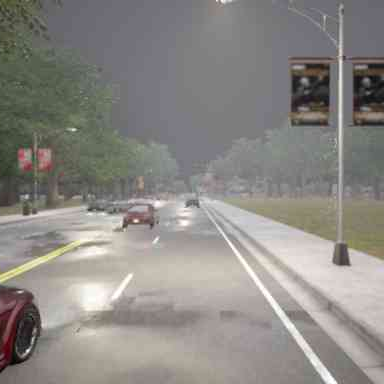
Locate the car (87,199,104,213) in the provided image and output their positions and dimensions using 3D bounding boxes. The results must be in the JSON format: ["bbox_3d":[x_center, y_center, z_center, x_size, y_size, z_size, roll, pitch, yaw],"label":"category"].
[{"bbox_3d":[-9.858,1.442,36.358,2.033,1.411,5.357,0,0,0],"label":"car"}]

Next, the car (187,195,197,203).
[{"bbox_3d":[0.068,1.336,64.506,1.882,1.535,5.008,0,0,0],"label":"car"}]

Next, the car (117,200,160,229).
[{"bbox_3d":[-3.157,1.452,21.035,1.812,1.442,4.674,0,0,0],"label":"car"}]

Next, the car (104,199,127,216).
[{"bbox_3d":[-6.603,1.467,31.541,1.994,1.385,4.181,0,0,0],"label":"car"}]

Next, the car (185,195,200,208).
[{"bbox_3d":[0.083,1.384,45.571,1.837,1.490,4.892,0,1,0],"label":"car"}]

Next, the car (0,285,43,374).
[{"bbox_3d":[-3.151,1.551,3.124,1.994,1.385,4.181,0,0,0],"label":"car"}]

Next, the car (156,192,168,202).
[{"bbox_3d":[-6.527,1.027,73.095,2.150,2.045,5.566,0,0,0],"label":"car"}]
